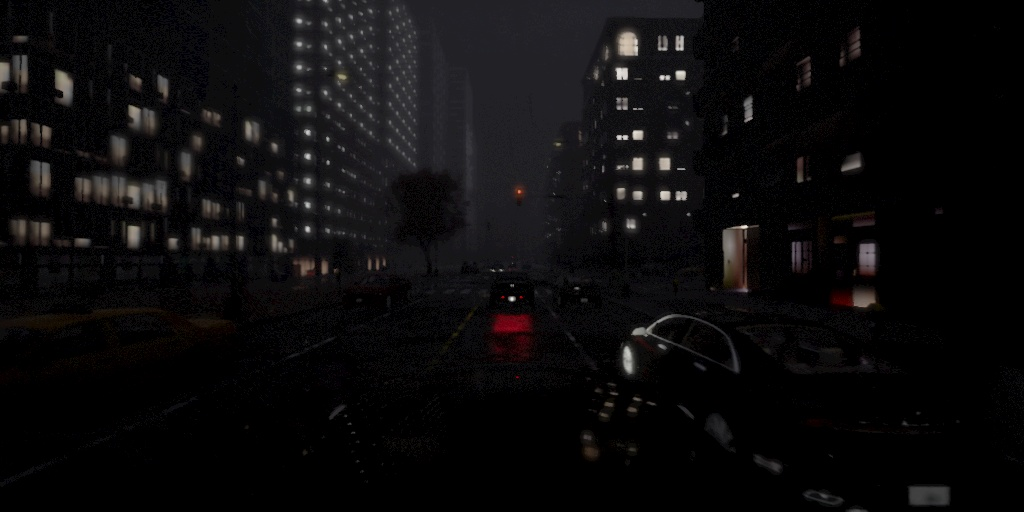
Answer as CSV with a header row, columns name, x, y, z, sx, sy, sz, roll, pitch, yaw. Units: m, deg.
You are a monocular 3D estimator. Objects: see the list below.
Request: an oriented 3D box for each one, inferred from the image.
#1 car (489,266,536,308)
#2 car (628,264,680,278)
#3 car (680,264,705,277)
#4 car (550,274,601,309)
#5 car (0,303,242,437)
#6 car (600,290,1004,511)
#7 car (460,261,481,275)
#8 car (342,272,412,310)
name,x,y,z,sx,sy,sz,roll,pitch,yaw
car,0.025,1.395,16.140,1.837,1.490,4.892,0,0,1
car,13.459,1.416,34.961,4.403,1.370,2.007,0,0,-1
car,18.856,1.314,35.013,4.829,1.417,1.751,0,0,-1
car,2.699,1.432,15.552,2.007,1.370,4.403,0,0,0
car,-5.689,1.301,4.323,1.751,1.417,4.829,0,0,0
car,2.691,1.326,4.486,2.007,1.370,4.403,0,0,0
car,-5.658,1.526,47.944,2.192,1.841,5.009,0,0,0
car,-5.681,1.427,15.558,1.888,1.381,4.507,0,0,0
